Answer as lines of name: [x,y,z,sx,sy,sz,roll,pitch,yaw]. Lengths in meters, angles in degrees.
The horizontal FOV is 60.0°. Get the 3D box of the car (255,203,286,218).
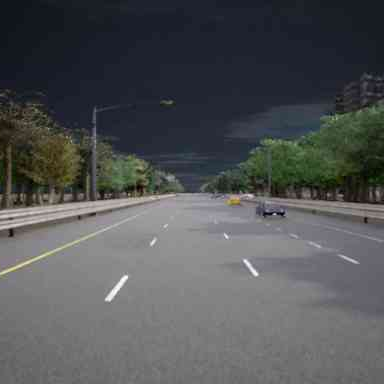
car: [7.030,1.626,30.433,1.895,1.301,4.718,0,0,0]

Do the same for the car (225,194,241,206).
car: [7.128,1.547,56.129,1.882,1.535,5.008,0,0,0]
